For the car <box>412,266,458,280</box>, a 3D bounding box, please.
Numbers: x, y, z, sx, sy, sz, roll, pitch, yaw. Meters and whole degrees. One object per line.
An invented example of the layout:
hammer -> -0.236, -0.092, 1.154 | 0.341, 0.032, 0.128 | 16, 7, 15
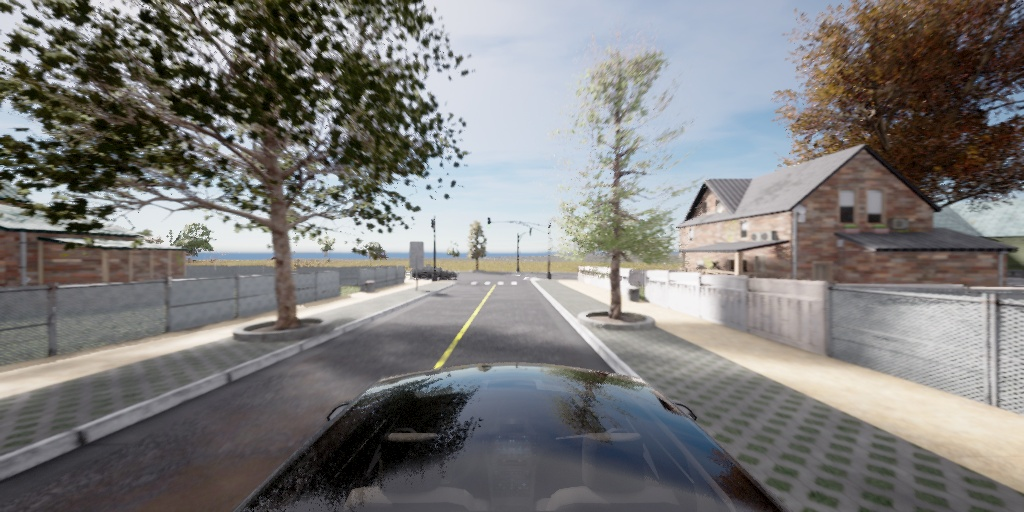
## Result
car -> -7.997, 1.771, 37.381 | 4.674, 1.442, 1.812 | 2, 0, -13
